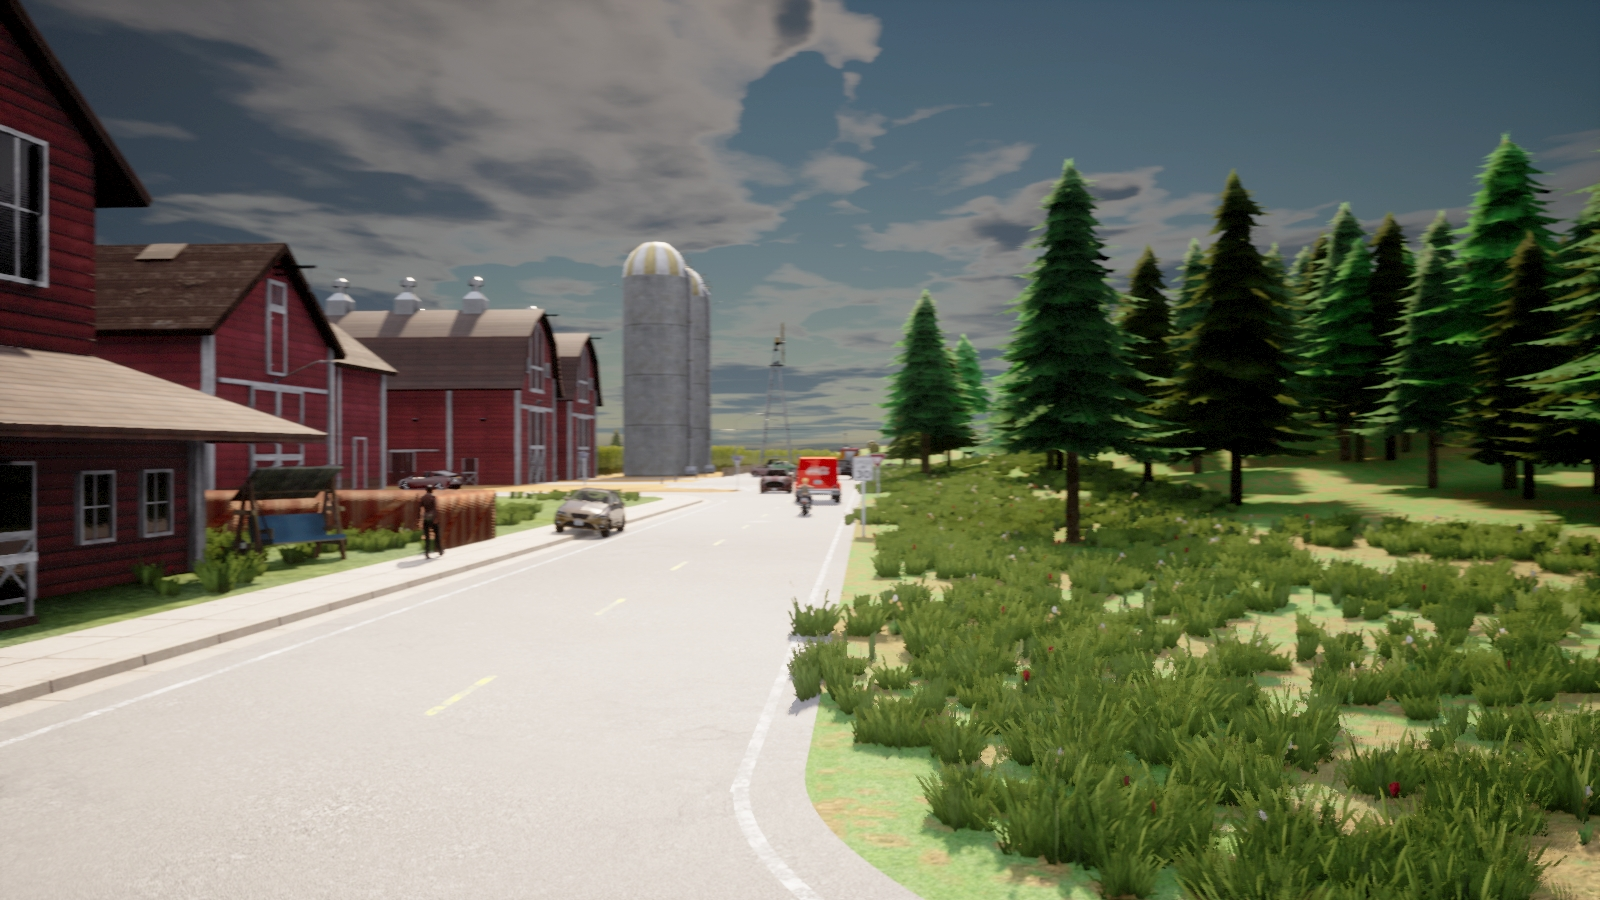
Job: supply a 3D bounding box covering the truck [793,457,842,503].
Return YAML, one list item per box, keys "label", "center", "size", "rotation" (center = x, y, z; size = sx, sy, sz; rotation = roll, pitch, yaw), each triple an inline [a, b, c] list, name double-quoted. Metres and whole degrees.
- label: "truck"
  center: [1.008, 1.620, 63.869]
  size: [2.627, 2.467, 5.204]
  rotation: [0, 0, 1]

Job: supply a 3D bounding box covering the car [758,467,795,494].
- label: "car"
  center: [-1.561, 2.028, 77.667]
  size: [2.097, 1.767, 4.553]
  rotation: [0, -1, 4]

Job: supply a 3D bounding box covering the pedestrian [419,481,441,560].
- label: "pedestrian"
  center: [-8.816, 1.681, 27.211]
  size: [0.375, 1.860, 0.375]
  rotation: [0, 0, 5]
